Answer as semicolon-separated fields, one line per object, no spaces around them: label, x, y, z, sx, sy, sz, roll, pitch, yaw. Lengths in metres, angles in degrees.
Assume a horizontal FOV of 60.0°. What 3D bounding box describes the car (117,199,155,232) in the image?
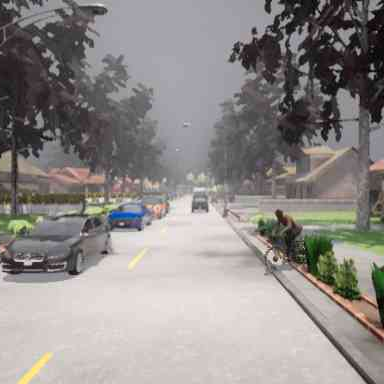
car;-3.657;1.417;20.080;1.882;1.535;5.008;0;0;1

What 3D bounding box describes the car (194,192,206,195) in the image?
car;1.194;1.074;49.862;2.150;2.045;5.566;0;0;2

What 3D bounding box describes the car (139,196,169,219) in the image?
car;-3.387;1.276;27.549;2.097;1.767;4.553;0;0;1

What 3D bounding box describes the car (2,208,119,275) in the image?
car;-3.890;1.474;10.426;1.837;1.490;4.892;0;0;1

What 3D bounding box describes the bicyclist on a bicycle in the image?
bicyclist on a bicycle;2.565;1.261;9.000;1.656;1.620;0.582;-7;1;-25

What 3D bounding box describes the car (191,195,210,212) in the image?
car;0.896;1.397;36.606;1.837;1.490;4.892;0;0;2

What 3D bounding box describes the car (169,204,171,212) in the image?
car;-3.291;1.462;33.749;1.994;1.385;4.181;0;0;2
